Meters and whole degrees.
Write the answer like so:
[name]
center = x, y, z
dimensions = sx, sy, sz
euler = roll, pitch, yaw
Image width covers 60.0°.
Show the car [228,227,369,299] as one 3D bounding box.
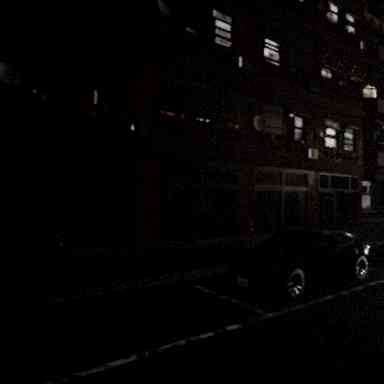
[car]
center = 2.907, 1.617, 8.620
dimensions = 4.313, 1.339, 1.947
euler = 1, 1, -35
